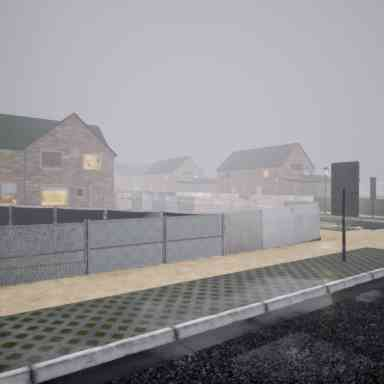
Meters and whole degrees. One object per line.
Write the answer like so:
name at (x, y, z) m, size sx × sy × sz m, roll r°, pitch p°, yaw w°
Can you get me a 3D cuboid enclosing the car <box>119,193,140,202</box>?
car at (-9.328, 0.827, 50.428) m, size 1.895 × 1.301 × 4.718 m, roll 0°, pitch 1°, yaw -36°
